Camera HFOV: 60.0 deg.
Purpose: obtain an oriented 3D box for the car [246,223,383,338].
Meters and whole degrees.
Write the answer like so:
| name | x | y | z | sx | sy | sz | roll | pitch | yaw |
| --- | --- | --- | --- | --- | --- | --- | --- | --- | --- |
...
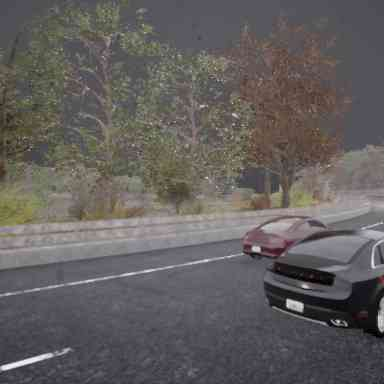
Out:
| name | x | y | z | sx | sy | sz | roll | pitch | yaw |
| --- | --- | --- | --- | --- | --- | --- | --- | --- | --- |
| car | 3.456 | 1.511 | 6.714 | 4.892 | 1.490 | 1.837 | 0 | 0 | -40 |

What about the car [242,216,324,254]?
| name | x | y | z | sx | sy | sz | roll | pitch | yaw |
| --- | --- | --- | --- | --- | --- | --- | --- | --- | --- |
| car | 3.677 | 1.541 | 11.448 | 4.674 | 1.442 | 1.812 | 0 | 0 | -40 |
